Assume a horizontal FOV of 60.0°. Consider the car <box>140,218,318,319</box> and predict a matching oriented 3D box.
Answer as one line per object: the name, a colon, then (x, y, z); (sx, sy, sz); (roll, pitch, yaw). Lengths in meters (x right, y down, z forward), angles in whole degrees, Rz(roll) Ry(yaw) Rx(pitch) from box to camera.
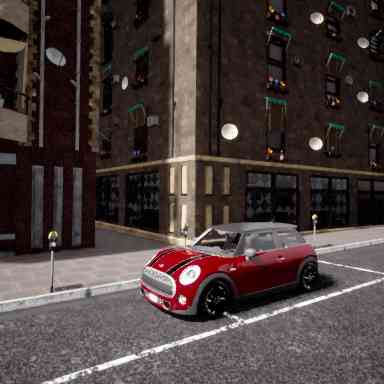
car: (0.907, 1.442, 7.335); (4.097, 1.590, 1.967); (0, 1, -35)
